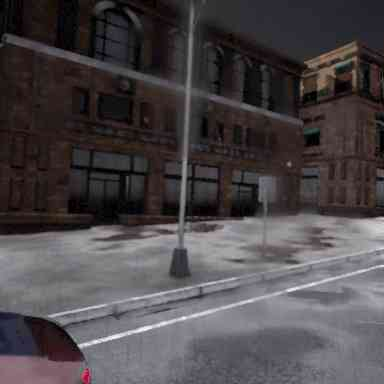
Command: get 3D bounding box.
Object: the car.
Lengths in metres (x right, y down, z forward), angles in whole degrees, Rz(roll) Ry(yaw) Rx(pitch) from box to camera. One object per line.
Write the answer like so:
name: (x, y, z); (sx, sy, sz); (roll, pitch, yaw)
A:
car: (-2.766, 1.563, 2.018); (4.181, 1.385, 1.994); (0, 0, -35)
